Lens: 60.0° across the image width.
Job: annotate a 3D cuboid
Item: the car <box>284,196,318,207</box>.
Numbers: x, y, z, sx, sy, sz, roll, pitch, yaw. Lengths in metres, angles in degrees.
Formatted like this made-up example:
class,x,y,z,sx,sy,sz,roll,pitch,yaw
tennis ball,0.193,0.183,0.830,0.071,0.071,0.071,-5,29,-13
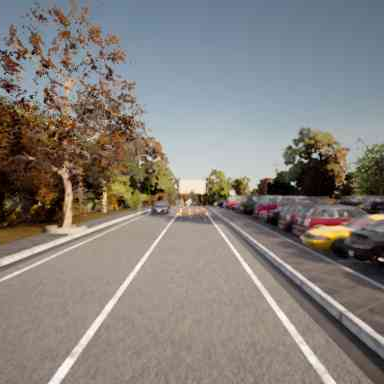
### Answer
class,x,y,z,sx,sy,sz,roll,pitch,yaw
car,20.302,1.830,62.105,5.566,2.045,2.435,0,-1,0

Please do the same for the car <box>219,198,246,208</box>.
class,x,y,z,sx,sy,sz,roll,pitch,yaw
car,7.218,1.909,59.587,4.553,1.767,2.185,0,-1,0

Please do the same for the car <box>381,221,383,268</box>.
class,x,y,z,sx,sy,sz,roll,pitch,yaw
car,7.038,1.505,6.866,4.892,1.521,2.231,0,0,0

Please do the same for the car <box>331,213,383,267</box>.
class,x,y,z,sx,sy,sz,roll,pitch,yaw
car,7.033,1.508,9.642,4.892,1.521,2.231,0,0,0

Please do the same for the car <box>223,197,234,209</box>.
class,x,y,z,sx,sy,sz,roll,pitch,yaw
car,7.151,1.794,45.710,5.008,1.535,2.097,0,-1,0

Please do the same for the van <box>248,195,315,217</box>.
class,x,y,z,sx,sy,sz,roll,pitch,yaw
van,6.972,1.297,26.300,4.442,1.987,1.878,0,0,0

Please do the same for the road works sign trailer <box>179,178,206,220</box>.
class,x,y,z,sx,sy,sz,roll,pitch,yaw
road works sign trailer,0.016,0.568,29.431,2.380,3.560,2.880,0,0,-1

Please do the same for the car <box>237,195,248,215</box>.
class,x,y,z,sx,sy,sz,roll,pitch,yaw
car,7.125,1.274,29.075,5.566,2.045,2.435,0,0,0

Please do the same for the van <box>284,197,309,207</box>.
class,x,y,z,sx,sy,sz,roll,pitch,yaw
van,20.400,1.921,64.995,4.442,1.987,1.878,0,-1,0

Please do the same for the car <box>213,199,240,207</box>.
class,x,y,z,sx,sy,sz,roll,pitch,yaw
car,7.026,2.220,67.901,5.366,1.575,1.946,0,-1,0

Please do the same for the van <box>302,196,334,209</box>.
class,x,y,z,sx,sy,sz,roll,pitch,yaw
van,20.366,1.705,53.798,4.442,1.987,1.878,0,-1,0

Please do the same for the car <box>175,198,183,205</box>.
class,x,y,z,sx,sy,sz,roll,pitch,yaw
car,-3.102,2.183,77.200,2.097,1.767,4.553,0,-2,0

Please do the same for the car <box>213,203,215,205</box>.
class,x,y,z,sx,sy,sz,roll,pitch,yaw
car,7.209,2.153,65.132,4.892,1.521,2.231,0,-1,0

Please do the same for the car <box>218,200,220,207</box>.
class,x,y,z,sx,sy,sz,roll,pitch,yaw
car,7.200,1.966,54.037,4.792,1.488,2.163,0,-1,0

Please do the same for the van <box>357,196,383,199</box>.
class,x,y,z,sx,sy,sz,roll,pitch,yaw
van,20.075,1.375,34.411,4.442,1.987,1.878,0,-1,0

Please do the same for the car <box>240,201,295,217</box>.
class,x,y,z,sx,sy,sz,roll,pitch,yaw
car,7.134,1.587,31.825,4.792,1.488,2.163,0,-1,0

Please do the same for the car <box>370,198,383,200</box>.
class,x,y,z,sx,sy,sz,roll,pitch,yaw
car,20.189,1.553,31.637,5.008,1.535,2.097,0,-1,0

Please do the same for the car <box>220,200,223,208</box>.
class,x,y,z,sx,sy,sz,roll,pitch,yaw
car,7.165,1.929,51.261,4.674,1.452,2.002,0,-1,0

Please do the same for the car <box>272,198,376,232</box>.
class,x,y,z,sx,sy,sz,roll,pitch,yaw
car,7.033,1.389,17.971,4.553,1.767,2.185,0,0,0

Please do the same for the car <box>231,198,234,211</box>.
class,x,y,z,sx,sy,sz,roll,pitch,yaw
car,7.124,1.693,37.382,4.674,1.452,2.002,0,-1,0

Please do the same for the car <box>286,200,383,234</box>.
class,x,y,z,sx,sy,sz,roll,pitch,yaw
car,7.025,1.387,15.195,4.553,1.767,2.185,0,0,0

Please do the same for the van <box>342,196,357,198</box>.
class,x,y,z,sx,sy,sz,roll,pitch,yaw
van,20.326,1.469,39.949,4.442,1.987,1.878,0,-1,0

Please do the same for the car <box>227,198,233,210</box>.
class,x,y,z,sx,sy,sz,roll,pitch,yaw
car,7.099,1.729,40.160,4.792,1.488,2.163,0,-1,0

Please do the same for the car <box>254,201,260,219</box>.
class,x,y,z,sx,sy,sz,roll,pitch,yaw
car,7.083,1.560,23.523,4.674,1.452,2.002,0,0,0

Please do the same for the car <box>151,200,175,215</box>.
class,x,y,z,sx,sy,sz,roll,pitch,yaw
car,-3.293,1.664,35.880,2.128,1.511,4.902,0,-1,0

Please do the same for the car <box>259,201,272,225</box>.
class,x,y,z,sx,sy,sz,roll,pitch,yaw
car,7.067,1.517,20.747,5.008,1.535,2.097,0,0,0

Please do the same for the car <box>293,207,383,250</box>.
class,x,y,z,sx,sy,sz,roll,pitch,yaw
car,6.862,1.506,12.419,5.366,1.575,1.946,0,0,0

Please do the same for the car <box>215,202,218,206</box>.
class,x,y,z,sx,sy,sz,roll,pitch,yaw
car,7.150,1.733,56.818,5.566,2.045,2.435,0,-1,0

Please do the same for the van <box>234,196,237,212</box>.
class,x,y,z,sx,sy,sz,roll,pitch,yaw
van,6.996,1.379,34.611,4.442,1.987,1.878,0,-1,0
